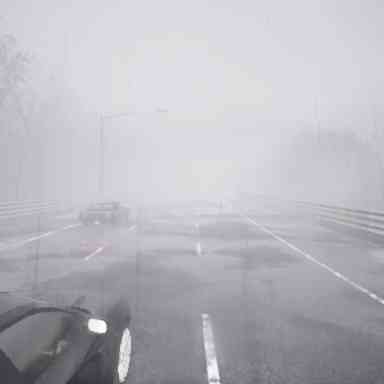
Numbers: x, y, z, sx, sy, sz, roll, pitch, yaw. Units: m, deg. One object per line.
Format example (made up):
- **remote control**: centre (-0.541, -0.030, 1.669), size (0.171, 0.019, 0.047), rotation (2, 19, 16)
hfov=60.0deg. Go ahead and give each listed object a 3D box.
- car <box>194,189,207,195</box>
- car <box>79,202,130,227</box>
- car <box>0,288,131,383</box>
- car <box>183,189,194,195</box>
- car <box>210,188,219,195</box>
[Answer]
- **car**: centre (2.247, 0.156, 86.230), size (1.895, 1.301, 4.718), rotation (0, 1, 6)
- **car**: centre (-4.958, 1.254, 19.692), size (1.895, 1.301, 4.718), rotation (0, 1, 1)
- **car**: centre (-1.765, 1.444, 2.186), size (1.882, 1.535, 5.008), rotation (0, 1, 3)
- **car**: centre (-1.282, 0.096, 86.101), size (2.033, 1.411, 5.357), rotation (0, 1, 6)
- **car**: centre (5.803, -0.083, 86.645), size (2.097, 1.767, 4.553), rotation (0, 1, 6)
